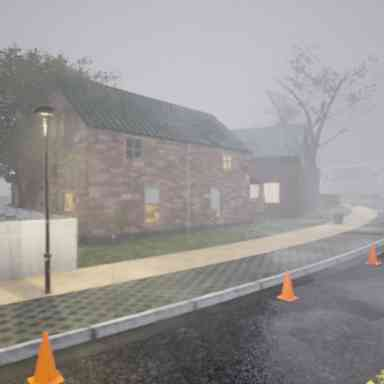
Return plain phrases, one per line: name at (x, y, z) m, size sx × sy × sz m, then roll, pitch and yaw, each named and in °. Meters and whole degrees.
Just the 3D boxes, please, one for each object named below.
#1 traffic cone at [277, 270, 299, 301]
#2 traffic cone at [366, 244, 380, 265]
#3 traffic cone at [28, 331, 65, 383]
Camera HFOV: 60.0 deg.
traffic cone at (2.024, 1.939, 7.014) m, size 0.340 × 0.580 × 0.340 m, roll 0°, pitch 0°, yaw -41°
traffic cone at (5.592, 1.910, 10.283) m, size 0.340 × 0.580 × 0.340 m, roll 0°, pitch 0°, yaw -44°
traffic cone at (-1.747, 1.969, 3.982) m, size 0.340 × 0.580 × 0.340 m, roll 0°, pitch 0°, yaw -37°
